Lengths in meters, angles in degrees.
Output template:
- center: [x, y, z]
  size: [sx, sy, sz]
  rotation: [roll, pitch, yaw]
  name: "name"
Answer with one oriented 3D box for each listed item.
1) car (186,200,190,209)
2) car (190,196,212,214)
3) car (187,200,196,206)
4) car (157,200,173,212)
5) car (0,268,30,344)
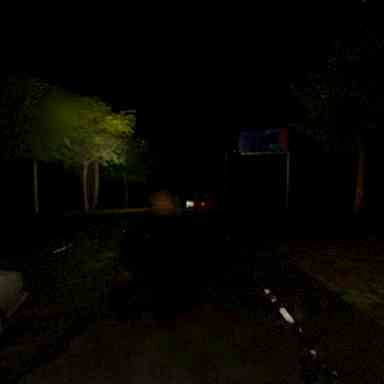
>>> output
- center: [-0.078, 2.155, 57.870]
  size: [1.812, 1.442, 4.674]
  rotation: [0, -1, 0]
  name: "car"
- center: [1.172, 1.492, 39.037]
  size: [2.150, 2.045, 5.566]
  rotation: [0, -1, 0]
  name: "car"
- center: [-0.099, 2.410, 73.873]
  size: [1.994, 1.385, 4.181]
  rotation: [0, -1, 0]
  name: "car"
- center: [-3.645, 1.838, 44.858]
  size: [1.882, 1.535, 5.008]
  rotation: [0, -1, 0]
  name: "car"
- center: [-3.607, 1.567, 3.172]
  size: [2.033, 1.411, 5.357]
  rotation: [0, 0, 0]
  name: "car"
